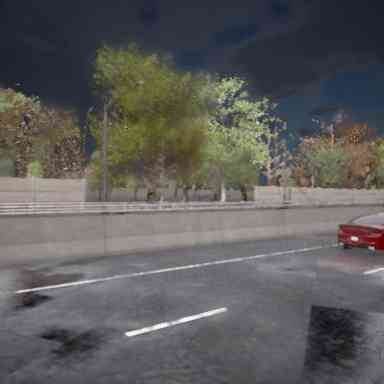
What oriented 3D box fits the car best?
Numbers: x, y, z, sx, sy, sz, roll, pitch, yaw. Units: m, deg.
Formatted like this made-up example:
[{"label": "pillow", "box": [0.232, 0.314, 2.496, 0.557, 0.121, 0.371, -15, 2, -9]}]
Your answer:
[{"label": "car", "box": [8.148, 1.620, 13.968, 5.008, 1.535, 1.882, 0, 0, -35]}]
